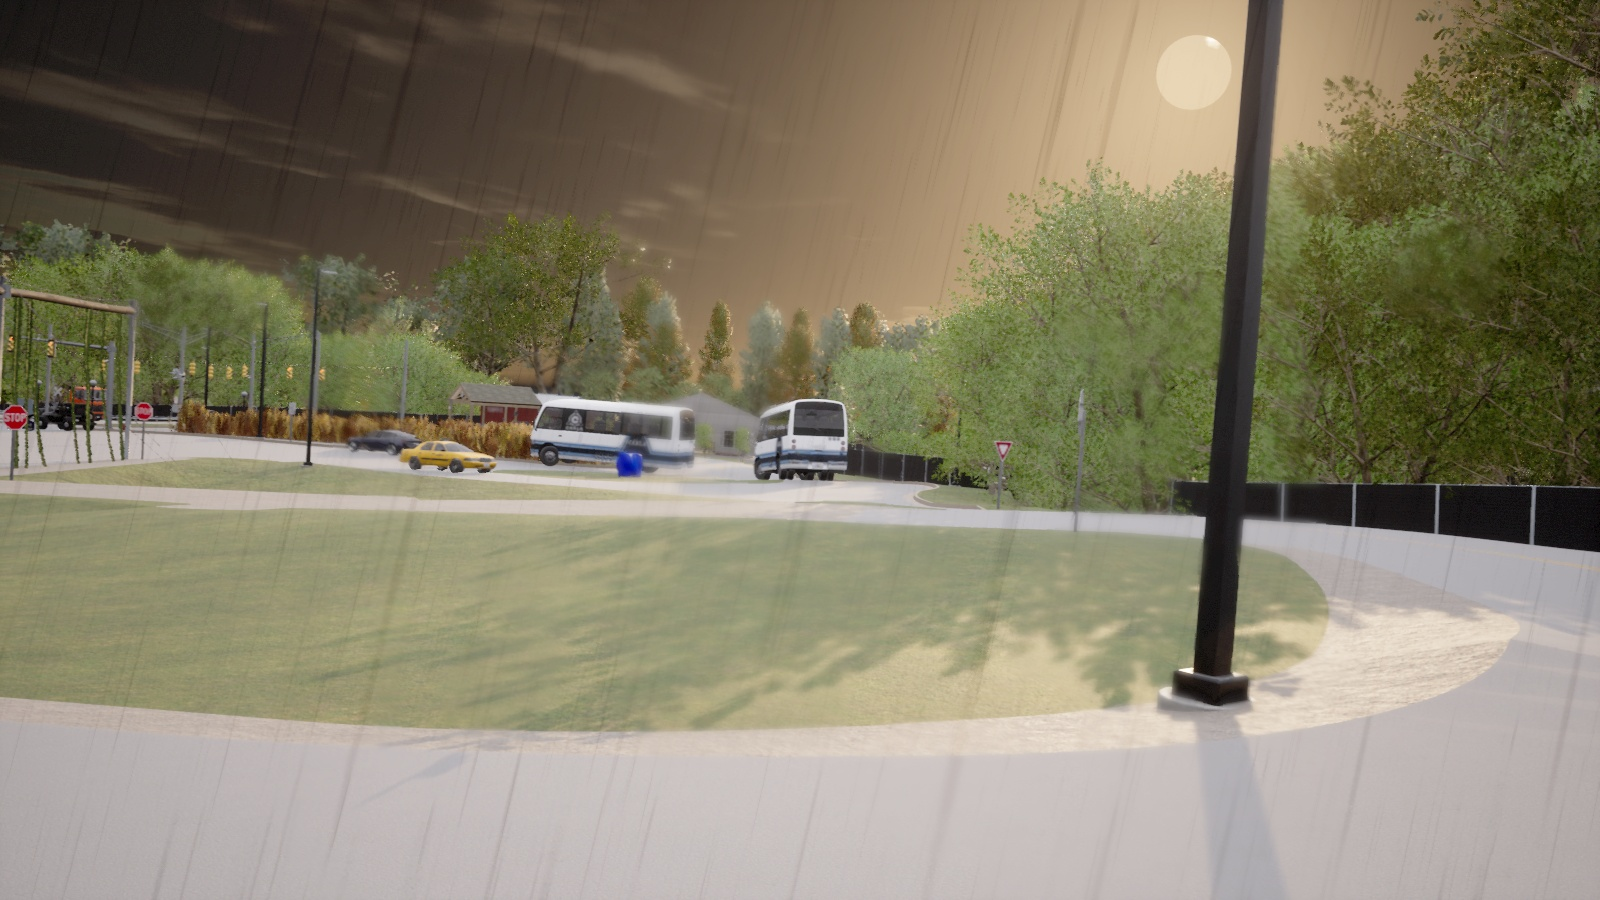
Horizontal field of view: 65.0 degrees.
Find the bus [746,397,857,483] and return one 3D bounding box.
[{"bbox_3d":[-0.122,-0.371,71.249,3.944,4.253,10.273,3,-3,-13],"label":"bus"}]

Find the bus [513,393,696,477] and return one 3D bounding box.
[{"bbox_3d":[-12.170,-1.005,78.376,10.273,4.253,3.944,5,3,15],"label":"bus"}]

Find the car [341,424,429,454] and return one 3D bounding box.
[{"bbox_3d":[-25.330,-0.671,76.689,4.792,1.488,2.163,5,2,23],"label":"car"}]

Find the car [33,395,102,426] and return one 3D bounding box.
[{"bbox_3d":[-49.193,-2.643,84.375,3.866,1.878,1.905,3,2,19],"label":"car"}]

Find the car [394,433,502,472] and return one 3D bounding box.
[{"bbox_3d":[-16.541,0.104,58.856,5.366,1.575,1.801,3,0,35],"label":"car"}]
